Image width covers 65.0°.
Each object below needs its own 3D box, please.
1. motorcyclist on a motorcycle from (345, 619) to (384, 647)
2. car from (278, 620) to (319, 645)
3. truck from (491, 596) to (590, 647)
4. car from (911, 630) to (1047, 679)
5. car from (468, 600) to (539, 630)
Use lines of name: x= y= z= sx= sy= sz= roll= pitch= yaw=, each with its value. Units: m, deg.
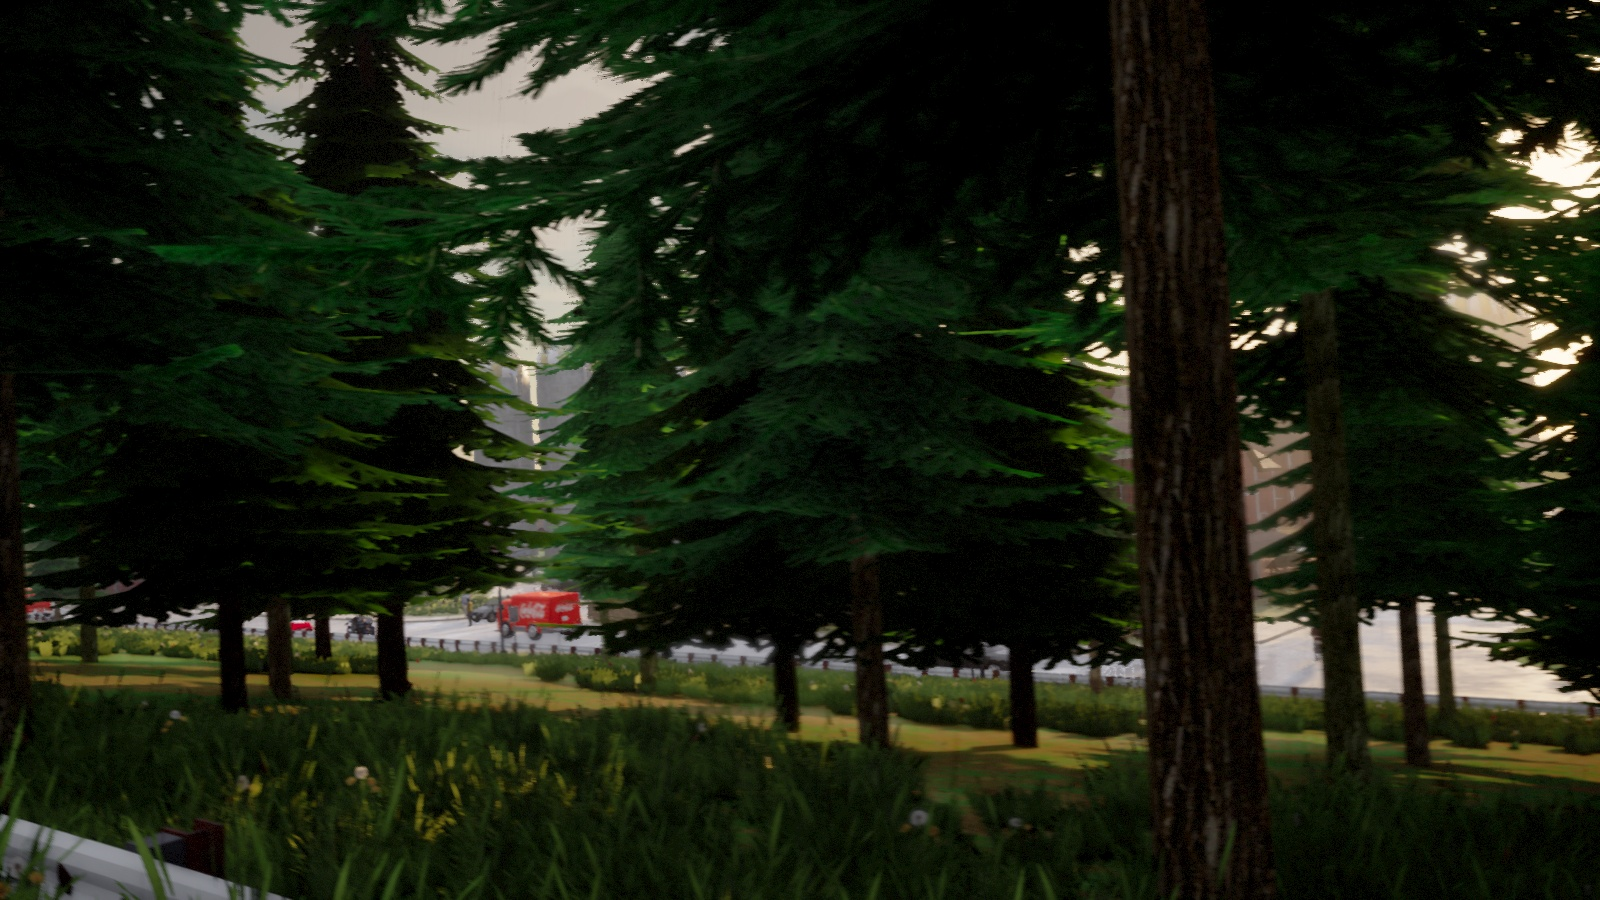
motorcyclist on a motorcycle: x=-26.634 y=11.188 z=76.821 sx=2.191 sy=1.530 sz=0.866 roll=-5 pitch=-2 yaw=25
car: x=-32.190 y=11.731 z=80.659 sx=2.207 sy=1.376 sz=1.481 roll=-6 pitch=-2 yaw=39
truck: x=-14.644 y=9.598 z=70.761 sx=5.204 sy=2.467 sz=2.627 roll=-6 pitch=-2 yaw=39
car: x=6.875 y=7.862 z=48.583 sx=4.892 sy=1.490 sz=1.837 roll=-6 pitch=-2 yaw=39
car: x=-19.341 y=10.766 z=82.123 sx=1.816 sy=1.474 sz=4.193 roll=-6 pitch=-2 yaw=38
